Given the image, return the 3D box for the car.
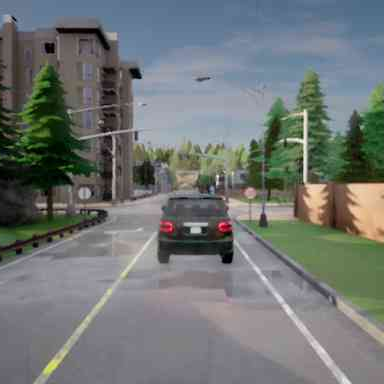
[{"bbox_3d":[0.101,1.036,11.263,2.150,2.045,5.566,0,1,0],"label":"car"}]
